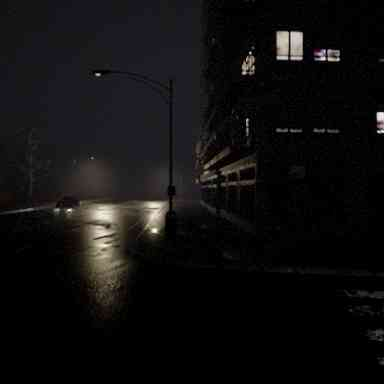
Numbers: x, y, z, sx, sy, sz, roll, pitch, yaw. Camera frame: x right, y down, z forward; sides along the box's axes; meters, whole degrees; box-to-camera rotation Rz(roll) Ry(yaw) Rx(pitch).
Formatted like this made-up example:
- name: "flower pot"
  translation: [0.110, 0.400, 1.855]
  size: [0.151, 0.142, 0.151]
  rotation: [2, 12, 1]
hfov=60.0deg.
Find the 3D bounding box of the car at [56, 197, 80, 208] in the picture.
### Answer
- name: "car"
  translation: [-16.148, 1.329, 43.375]
  size: [1.812, 1.442, 4.674]
  rotation: [0, 0, -1]
